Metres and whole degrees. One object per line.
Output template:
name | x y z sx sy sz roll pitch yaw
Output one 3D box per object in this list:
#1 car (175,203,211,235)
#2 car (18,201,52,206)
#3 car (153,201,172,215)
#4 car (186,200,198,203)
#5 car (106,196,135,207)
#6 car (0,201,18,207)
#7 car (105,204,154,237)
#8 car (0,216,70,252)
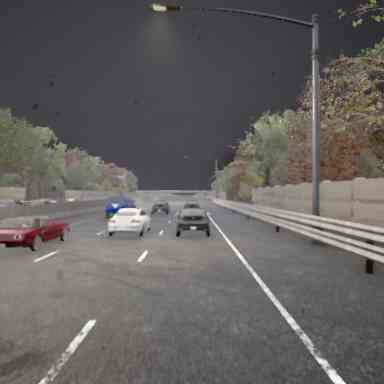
car | 0.064 1.614 19.452 1.837 1.490 4.892 0 0 0
car | -17.639 1.777 38.550 1.837 1.490 4.892 0 -1 0
car | -3.475 1.745 37.995 1.837 1.490 4.892 0 0 0
car | 0.025 1.742 38.467 1.837 1.490 4.892 0 0 0
car | -6.964 1.432 32.868 2.150 2.045 5.566 0 0 0
car | -21.138 1.786 38.952 1.837 1.490 4.892 0 -1 0
car | -3.446 1.638 18.836 1.812 1.442 4.674 0 0 0
car | -6.920 1.692 14.340 1.895 1.301 4.718 0 0 0
